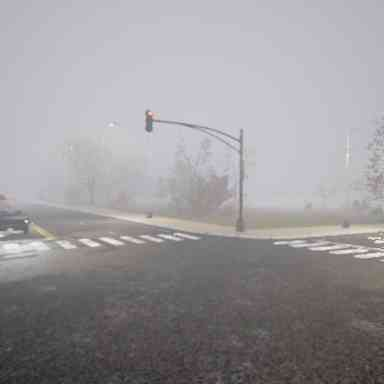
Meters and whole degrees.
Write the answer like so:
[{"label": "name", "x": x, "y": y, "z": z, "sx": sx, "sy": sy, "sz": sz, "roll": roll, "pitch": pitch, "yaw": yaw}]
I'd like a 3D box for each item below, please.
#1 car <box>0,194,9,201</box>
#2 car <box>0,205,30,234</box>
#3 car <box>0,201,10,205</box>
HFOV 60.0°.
[{"label": "car", "x": -20.931, "y": 1.224, "z": 35.434, "sx": 2.150, "sy": 2.045, "sz": 5.566, "roll": 1, "pitch": 0, "yaw": -32}, {"label": "car", "x": -10.413, "y": 1.613, "z": 18.825, "sx": 1.895, "sy": 1.301, "sz": 4.718, "roll": 1, "pitch": 0, "yaw": -32}, {"label": "car", "x": -15.317, "y": 1.610, "z": 26.562, "sx": 1.895, "sy": 1.301, "sz": 4.718, "roll": 1, "pitch": 0, "yaw": -32}]
